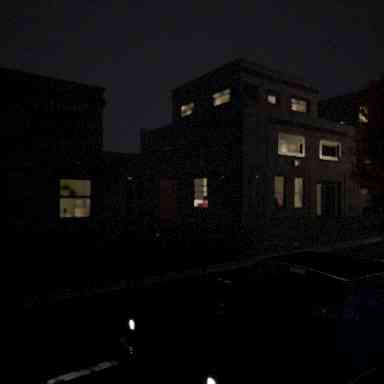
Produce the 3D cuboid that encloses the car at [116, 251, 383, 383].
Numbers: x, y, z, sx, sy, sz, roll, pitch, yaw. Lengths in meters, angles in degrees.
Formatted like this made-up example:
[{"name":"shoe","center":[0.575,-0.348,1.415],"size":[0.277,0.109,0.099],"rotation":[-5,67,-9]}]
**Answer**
[{"name":"car","center":[1.484,1.576,4.422],"size":[4.718,1.301,1.895],"rotation":[0,0,-35]}]
